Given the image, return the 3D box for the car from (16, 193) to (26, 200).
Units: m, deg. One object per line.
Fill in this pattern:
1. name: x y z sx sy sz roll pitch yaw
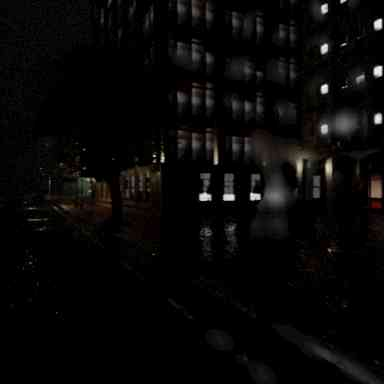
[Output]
1. car: -36.170 0.915 70.452 1.812 1.442 4.674 0 0 -25

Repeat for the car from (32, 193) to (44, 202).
1. car: -28.756 1.098 62.443 1.837 1.490 4.892 0 0 -25

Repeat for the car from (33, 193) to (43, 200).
1. car: -33.236 0.931 71.850 1.994 1.385 4.181 0 0 -25

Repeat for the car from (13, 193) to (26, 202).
1. car: -31.691 1.153 61.046 2.033 1.411 5.357 0 0 -25
